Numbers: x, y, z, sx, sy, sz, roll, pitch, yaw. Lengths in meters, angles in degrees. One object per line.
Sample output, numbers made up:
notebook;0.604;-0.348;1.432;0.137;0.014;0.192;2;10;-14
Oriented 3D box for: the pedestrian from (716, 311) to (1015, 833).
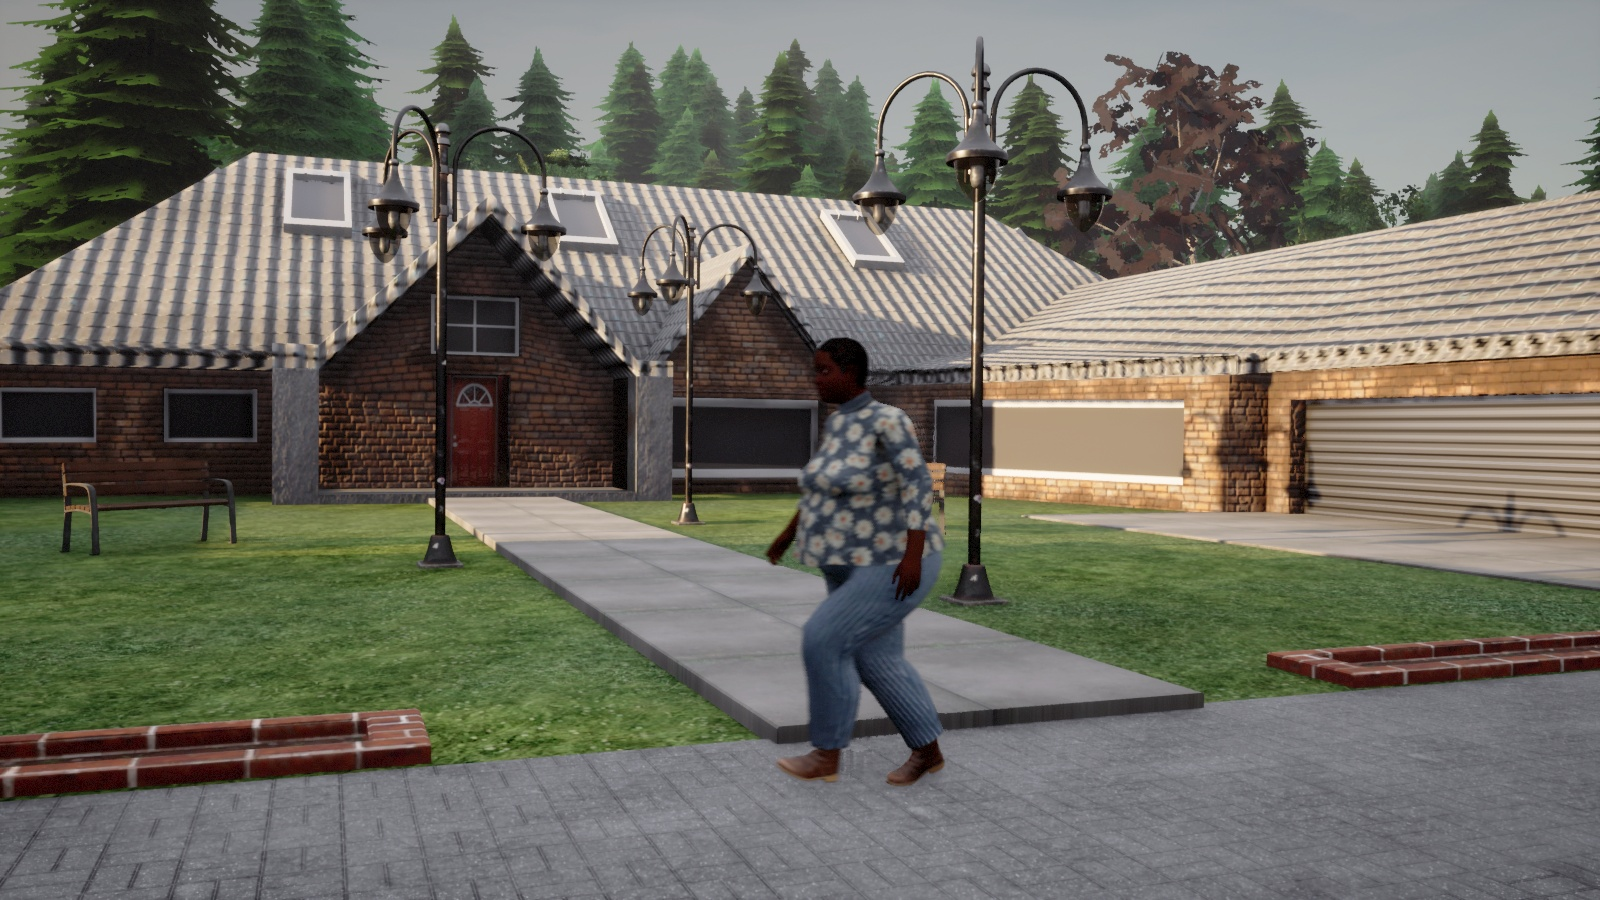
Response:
pedestrian;0.235;0.423;5.019;0.900;1.855;0.874;-1;1;-20
